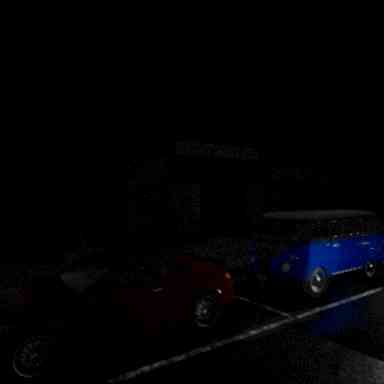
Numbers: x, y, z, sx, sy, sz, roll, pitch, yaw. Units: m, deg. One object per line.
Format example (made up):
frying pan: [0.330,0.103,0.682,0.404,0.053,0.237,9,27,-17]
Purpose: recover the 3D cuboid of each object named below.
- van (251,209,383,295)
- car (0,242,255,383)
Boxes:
van: [3.242,1.354,8.492,3.998,1.788,1.690,0,0,-35]
car: [-1.168,1.586,5.353,4.206,1.307,1.802,0,0,-35]
